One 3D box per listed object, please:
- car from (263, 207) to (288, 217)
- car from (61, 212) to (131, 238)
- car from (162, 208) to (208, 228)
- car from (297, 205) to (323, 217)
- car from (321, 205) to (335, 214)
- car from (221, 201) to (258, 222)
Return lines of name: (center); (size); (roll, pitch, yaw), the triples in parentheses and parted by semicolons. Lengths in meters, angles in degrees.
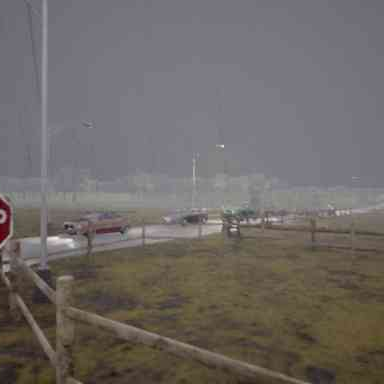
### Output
car: (11.107, 2.662, 44.150); (1.895, 1.301, 4.718); (1, -1, 36)
car: (-5.740, 1.929, 20.204); (1.994, 1.385, 4.181); (1, -1, 36)
car: (-0.490, 2.055, 27.680); (2.128, 1.511, 4.902); (1, -1, 35)
car: (16.313, 2.823, 46.524); (1.895, 1.301, 4.718); (1, -1, 35)
car: (22.071, 2.857, 54.741); (2.097, 1.767, 4.553); (1, -1, 37)
car: (5.217, 2.020, 35.811); (2.150, 2.045, 5.566); (1, -1, 35)
